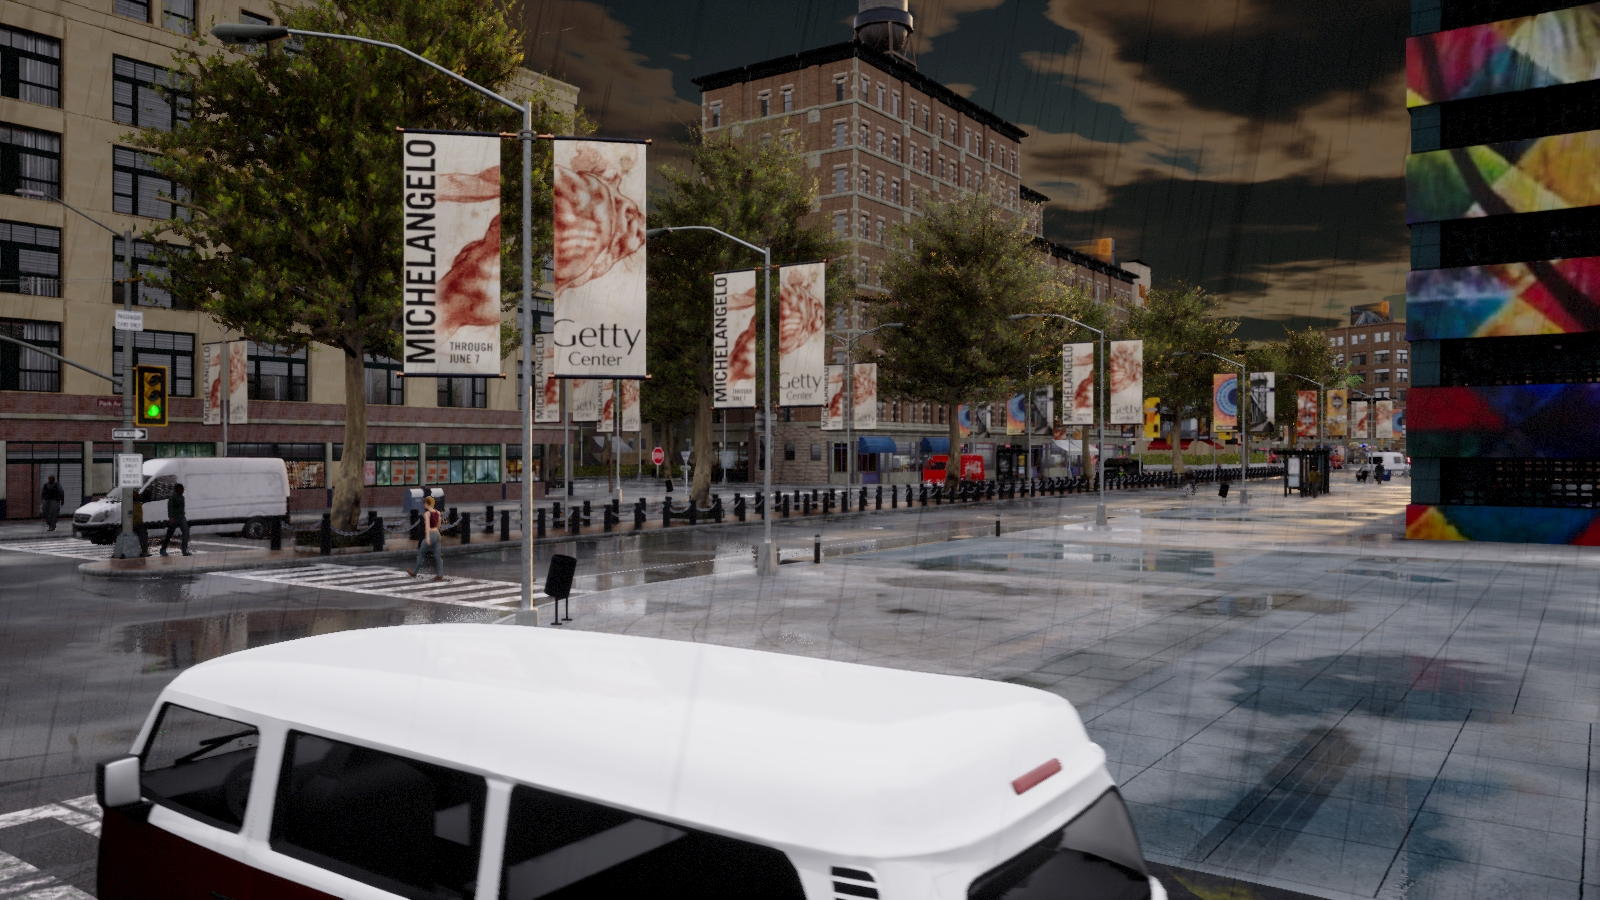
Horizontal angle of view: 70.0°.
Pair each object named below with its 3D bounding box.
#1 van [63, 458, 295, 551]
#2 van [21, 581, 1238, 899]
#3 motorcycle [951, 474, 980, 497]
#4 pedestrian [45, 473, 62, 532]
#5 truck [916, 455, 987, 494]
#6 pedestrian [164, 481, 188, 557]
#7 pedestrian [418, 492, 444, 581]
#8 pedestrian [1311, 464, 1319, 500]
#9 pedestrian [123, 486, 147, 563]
[{"bbox_3d":[-18.681,1.521,34.699,1.988,2.561,5.915,0,0,36],"label":"van"},{"bbox_3d":[-0.900,1.783,4.438,4.480,2.038,2.069,0,0,35],"label":"van"},{"bbox_3d":[10.122,2.157,69.699,0.764,1.277,2.356,0,0,35],"label":"motorcycle"},{"bbox_3d":[-24.037,1.680,36.782,0.375,1.860,0.375,0,0,-15],"label":"pedestrian"},{"bbox_3d":[10.088,1.554,75.751,2.627,2.467,5.204,0,0,35],"label":"truck"},{"bbox_3d":[-15.428,1.692,28.250,0.375,1.860,0.375,0,0,19],"label":"pedestrian"},{"bbox_3d":[-7.876,1.841,24.384,0.375,1.860,0.375,0,0,31],"label":"pedestrian"},{"bbox_3d":[27.358,1.691,60.724,0.375,1.860,0.375,0,0,26],"label":"pedestrian"},{"bbox_3d":[-16.485,1.837,28.340,0.375,1.860,0.375,0,0,28],"label":"pedestrian"}]
